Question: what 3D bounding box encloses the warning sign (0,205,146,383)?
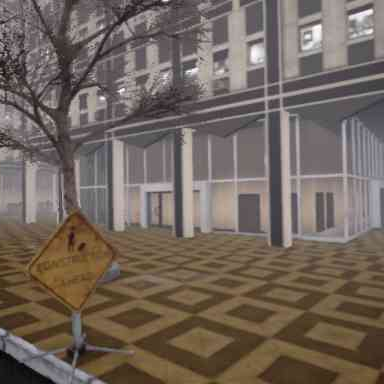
[{"bbox_3d":[-1.444,1.130,4.122,1.060,1.860,1.300,-2,0,37],"label":"warning sign"}]
